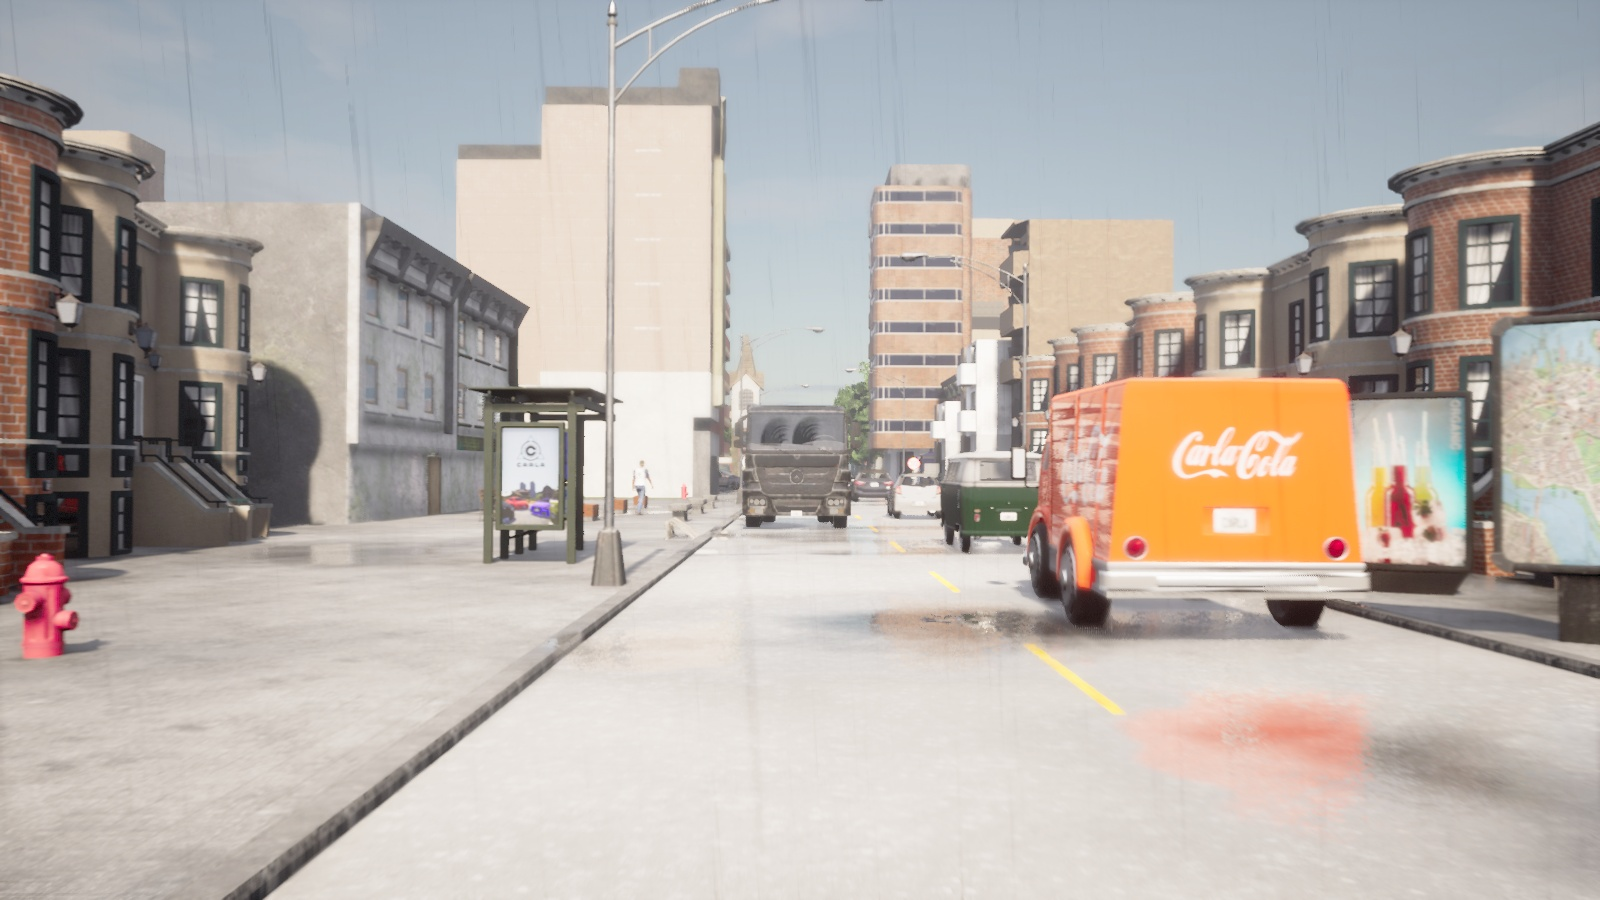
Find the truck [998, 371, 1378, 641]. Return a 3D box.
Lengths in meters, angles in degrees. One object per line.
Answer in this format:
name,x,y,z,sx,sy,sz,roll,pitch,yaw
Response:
truck,3.965,0.553,14.117,2.627,2.467,5.204,0,-1,0

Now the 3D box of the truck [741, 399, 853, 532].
truck,-0.090,0.460,36.738,2.891,3.462,7.936,0,-1,0

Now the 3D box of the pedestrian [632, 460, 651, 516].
pedestrian,-5.214,1.249,41.234,0.354,1.836,0.706,-1,-1,18

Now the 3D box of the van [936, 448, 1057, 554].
van,3.939,0.994,25.897,1.775,1.987,4.442,0,-1,0

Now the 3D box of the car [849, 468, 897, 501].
car,3.809,1.772,66.131,2.242,1.667,4.611,0,-1,0

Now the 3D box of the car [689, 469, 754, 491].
car,-6.074,2.346,97.469,4.611,1.667,2.242,0,-1,12

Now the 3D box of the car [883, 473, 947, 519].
car,3.899,1.546,42.967,1.845,1.501,3.633,0,-1,0
